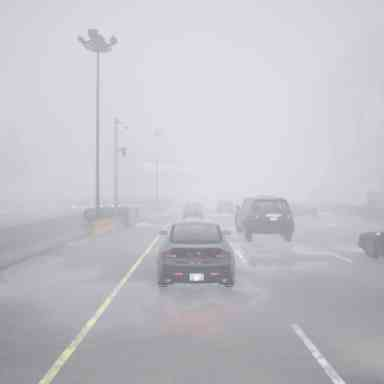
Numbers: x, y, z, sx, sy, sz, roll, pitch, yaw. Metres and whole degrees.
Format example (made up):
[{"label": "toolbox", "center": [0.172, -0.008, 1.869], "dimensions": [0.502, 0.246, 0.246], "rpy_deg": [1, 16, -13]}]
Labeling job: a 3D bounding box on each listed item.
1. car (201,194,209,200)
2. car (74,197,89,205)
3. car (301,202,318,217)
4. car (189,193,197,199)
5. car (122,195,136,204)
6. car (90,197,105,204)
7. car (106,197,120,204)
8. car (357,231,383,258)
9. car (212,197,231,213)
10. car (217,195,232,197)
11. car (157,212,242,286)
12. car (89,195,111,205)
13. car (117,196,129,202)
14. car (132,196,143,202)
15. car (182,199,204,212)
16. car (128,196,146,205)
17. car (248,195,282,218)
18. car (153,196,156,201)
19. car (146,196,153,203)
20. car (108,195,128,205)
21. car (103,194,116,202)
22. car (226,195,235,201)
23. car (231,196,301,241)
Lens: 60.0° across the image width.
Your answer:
[{"label": "car", "center": [3.713, 1.600, 93.615], "dimensions": [1.837, 1.490, 4.892], "rpy_deg": [0, 1, 0]}, {"label": "car", "center": [-21.008, 1.721, 64.016], "dimensions": [1.882, 1.535, 5.008], "rpy_deg": [0, 0, 0]}, {"label": "car", "center": [10.592, 1.693, 32.528], "dimensions": [2.033, 1.411, 5.357], "rpy_deg": [0, 0, 0]}, {"label": "car", "center": [0.205, 1.329, 92.637], "dimensions": [2.150, 2.045, 5.566], "rpy_deg": [0, 1, 0]}, {"label": "car", "center": [-13.936, 1.598, 73.973], "dimensions": [2.097, 1.767, 4.553], "rpy_deg": [0, 0, 0]}, {"label": "car", "center": [-20.937, 1.796, 73.875], "dimensions": [1.994, 1.385, 4.181], "rpy_deg": [0, 0, 0]}, {"label": "car", "center": [-17.439, 1.797, 73.628], "dimensions": [1.994, 1.385, 4.181], "rpy_deg": [0, 0, 0]}, {"label": "car", "center": [7.093, 1.592, 9.970], "dimensions": [2.033, 1.411, 5.357], "rpy_deg": [0, 0, 0]}, {"label": "car", "center": [3.590, 1.656, 36.406], "dimensions": [2.128, 1.511, 4.902], "rpy_deg": [0, 0, 0]}, {"label": "car", "center": [7.066, 1.839, 73.014], "dimensions": [1.895, 1.301, 4.718], "rpy_deg": [0, 0, 0]}, {"label": "car", "center": [0.095, 1.549, 9.488], "dimensions": [1.837, 1.490, 4.892], "rpy_deg": [0, 0, 0]}, {"label": "car", "center": [-17.510, 1.596, 63.769], "dimensions": [2.097, 1.767, 4.553], "rpy_deg": [0, 0, 0]}, {"label": "car", "center": [-17.361, 1.729, 83.987], "dimensions": [2.033, 1.411, 5.357], "rpy_deg": [0, 0, 0]}, {"label": "car", "center": [-13.858, 1.686, 84.370], "dimensions": [1.837, 1.490, 4.892], "rpy_deg": [0, 0, 0]}, {"label": "car", "center": [0.092, 1.687, 30.589], "dimensions": [2.033, 1.411, 5.357], "rpy_deg": [0, 0, 0]}, {"label": "car", "center": [-10.510, 1.769, 63.706], "dimensions": [1.812, 1.442, 4.674], "rpy_deg": [0, 0, 0]}, {"label": "car", "center": [7.093, 1.369, 32.809], "dimensions": [2.150, 2.045, 5.566], "rpy_deg": [0, 0, 0]}, {"label": "car", "center": [-10.356, 1.662, 84.539], "dimensions": [1.882, 1.535, 5.008], "rpy_deg": [0, 0, 0]}, {"label": "car", "center": [-10.435, 1.720, 74.108], "dimensions": [1.882, 1.535, 5.008], "rpy_deg": [0, 0, 0]}, {"label": "car", "center": [-14.010, 1.808, 63.722], "dimensions": [1.994, 1.385, 4.181], "rpy_deg": [0, 0, 0]}, {"label": "car", "center": [-20.859, 1.544, 84.174], "dimensions": [2.097, 1.767, 4.553], "rpy_deg": [0, 0, 0]}, {"label": "car", "center": [10.708, 1.628, 92.948], "dimensions": [1.812, 1.442, 4.674], "rpy_deg": [0, 1, 0]}, {"label": "car", "center": [3.591, 1.297, 17.297], "dimensions": [2.150, 2.045, 5.566], "rpy_deg": [0, 0, 0]}]
